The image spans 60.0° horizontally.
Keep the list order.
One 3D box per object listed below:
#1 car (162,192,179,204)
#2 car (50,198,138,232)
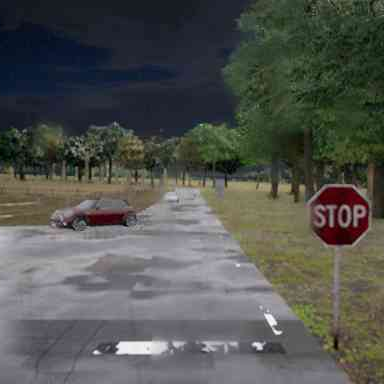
[{"bbox_3d":[-2.703,0.754,43.167,1.812,1.442,4.674,0,2,0],"label":"car"},{"bbox_3d":[-5.307,1.128,18.289,4.553,1.767,2.097,1,-1,-45],"label":"car"}]
